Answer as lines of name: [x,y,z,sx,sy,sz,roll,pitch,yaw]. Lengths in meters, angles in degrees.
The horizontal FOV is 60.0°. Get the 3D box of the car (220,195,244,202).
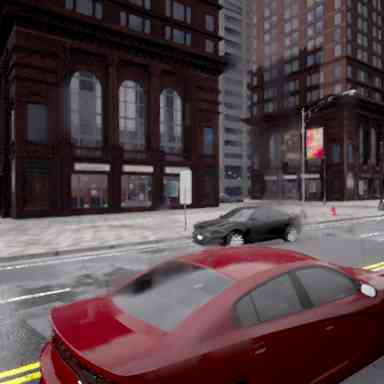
car: [5.705,1.197,51.718,2.033,1.411,5.357,0,0,-35]

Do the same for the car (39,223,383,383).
car: [0.885,1.426,4.077,5.008,1.535,1.882,-1,1,-36]

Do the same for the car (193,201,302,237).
car: [2.317,1.318,13.335,5.008,1.535,1.882,-1,1,-36]
